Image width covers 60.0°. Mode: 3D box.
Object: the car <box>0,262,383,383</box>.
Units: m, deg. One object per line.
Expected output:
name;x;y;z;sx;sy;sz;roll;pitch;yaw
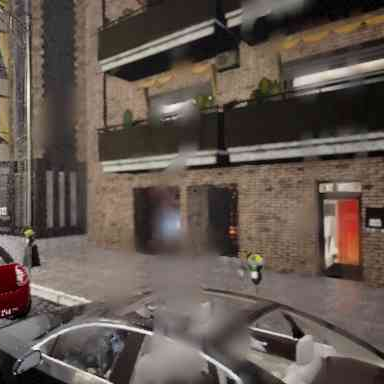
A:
car;-0.237;1.563;2.899;4.403;1.369;2.008;0;-1;36

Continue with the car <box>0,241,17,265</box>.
car;-4.845;1.491;6.188;4.097;1.590;1.967;0;-1;36
